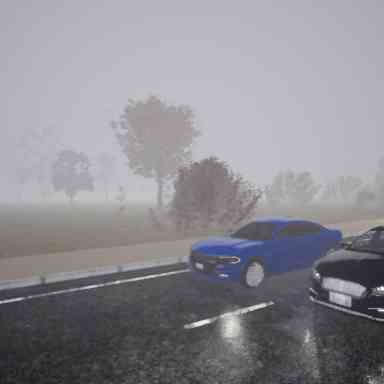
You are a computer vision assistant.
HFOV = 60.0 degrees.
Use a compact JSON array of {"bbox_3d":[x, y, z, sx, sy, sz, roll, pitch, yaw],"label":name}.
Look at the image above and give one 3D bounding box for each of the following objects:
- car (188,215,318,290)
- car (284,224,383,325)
[{"bbox_3d":[2.208,1.455,9.263,5.008,1.535,1.882,0,0,-36],"label":"car"},{"bbox_3d":[4.402,1.467,6.837,4.902,1.511,2.128,0,0,-36],"label":"car"}]
